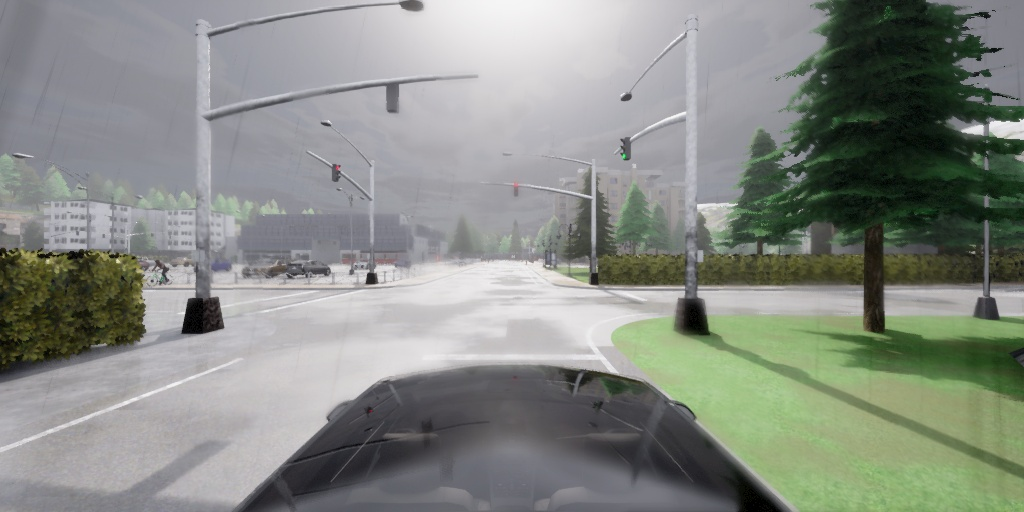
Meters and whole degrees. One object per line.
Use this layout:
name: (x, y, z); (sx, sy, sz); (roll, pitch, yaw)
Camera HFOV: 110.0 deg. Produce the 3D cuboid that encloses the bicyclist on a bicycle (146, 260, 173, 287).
bicyclist on a bicycle: (-21.760, 1.051, 22.163); (0.582, 1.620, 1.656); (0, 0, 1)
